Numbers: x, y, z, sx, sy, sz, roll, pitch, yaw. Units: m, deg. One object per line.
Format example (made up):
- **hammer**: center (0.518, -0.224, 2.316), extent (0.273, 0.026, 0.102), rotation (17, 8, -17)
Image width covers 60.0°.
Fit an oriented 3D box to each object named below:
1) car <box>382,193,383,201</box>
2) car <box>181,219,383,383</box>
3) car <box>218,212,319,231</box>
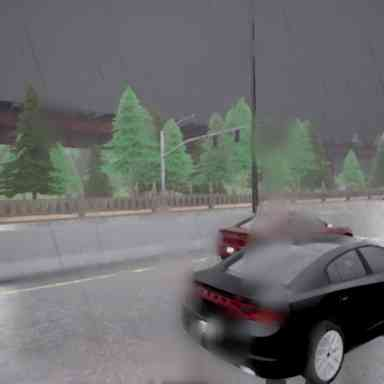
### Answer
- **car**: center (28.528, 0.214, 45.960), extent (5.566, 2.045, 2.150), rotation (-1, 1, -35)
- **car**: center (2.191, 1.410, 5.374), extent (5.008, 1.535, 1.882), rotation (-1, 1, -35)
- **car**: center (3.032, 1.339, 10.261), extent (5.008, 1.535, 1.882), rotation (-1, 1, -35)
